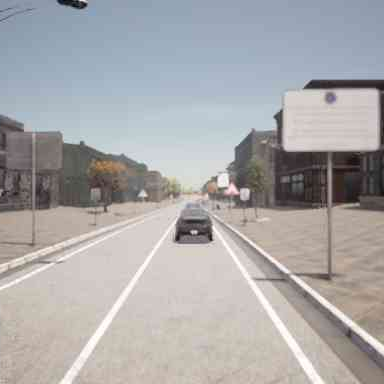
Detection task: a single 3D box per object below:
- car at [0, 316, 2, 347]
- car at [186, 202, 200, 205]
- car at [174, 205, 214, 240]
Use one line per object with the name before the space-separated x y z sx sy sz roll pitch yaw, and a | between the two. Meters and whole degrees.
car | -3.000 1.515 1.707 1.837 1.490 4.892 0 0 0
car | 0.105 1.896 36.808 2.097 1.767 4.553 0 -2 0
car | 0.105 1.657 17.836 1.837 1.490 4.892 0 -1 0
